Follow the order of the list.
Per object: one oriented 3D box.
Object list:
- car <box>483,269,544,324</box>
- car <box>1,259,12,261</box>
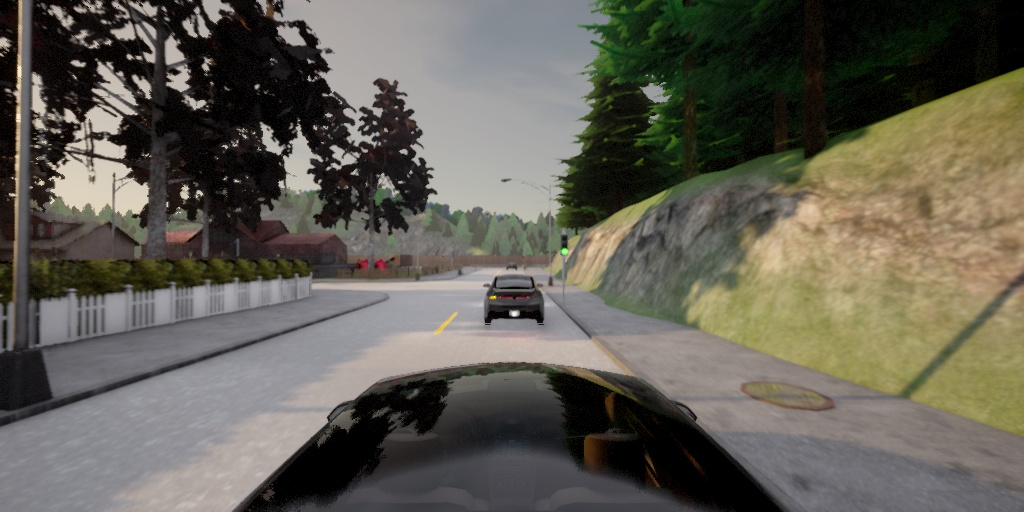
[{"bbox_3d":[0.050,1.375,12.482,1.837,1.490,4.892,0,0,0],"label":"car"},{"bbox_3d":[-35.956,1.232,25.031,5.566,2.045,2.150,0,-1,0],"label":"car"}]
